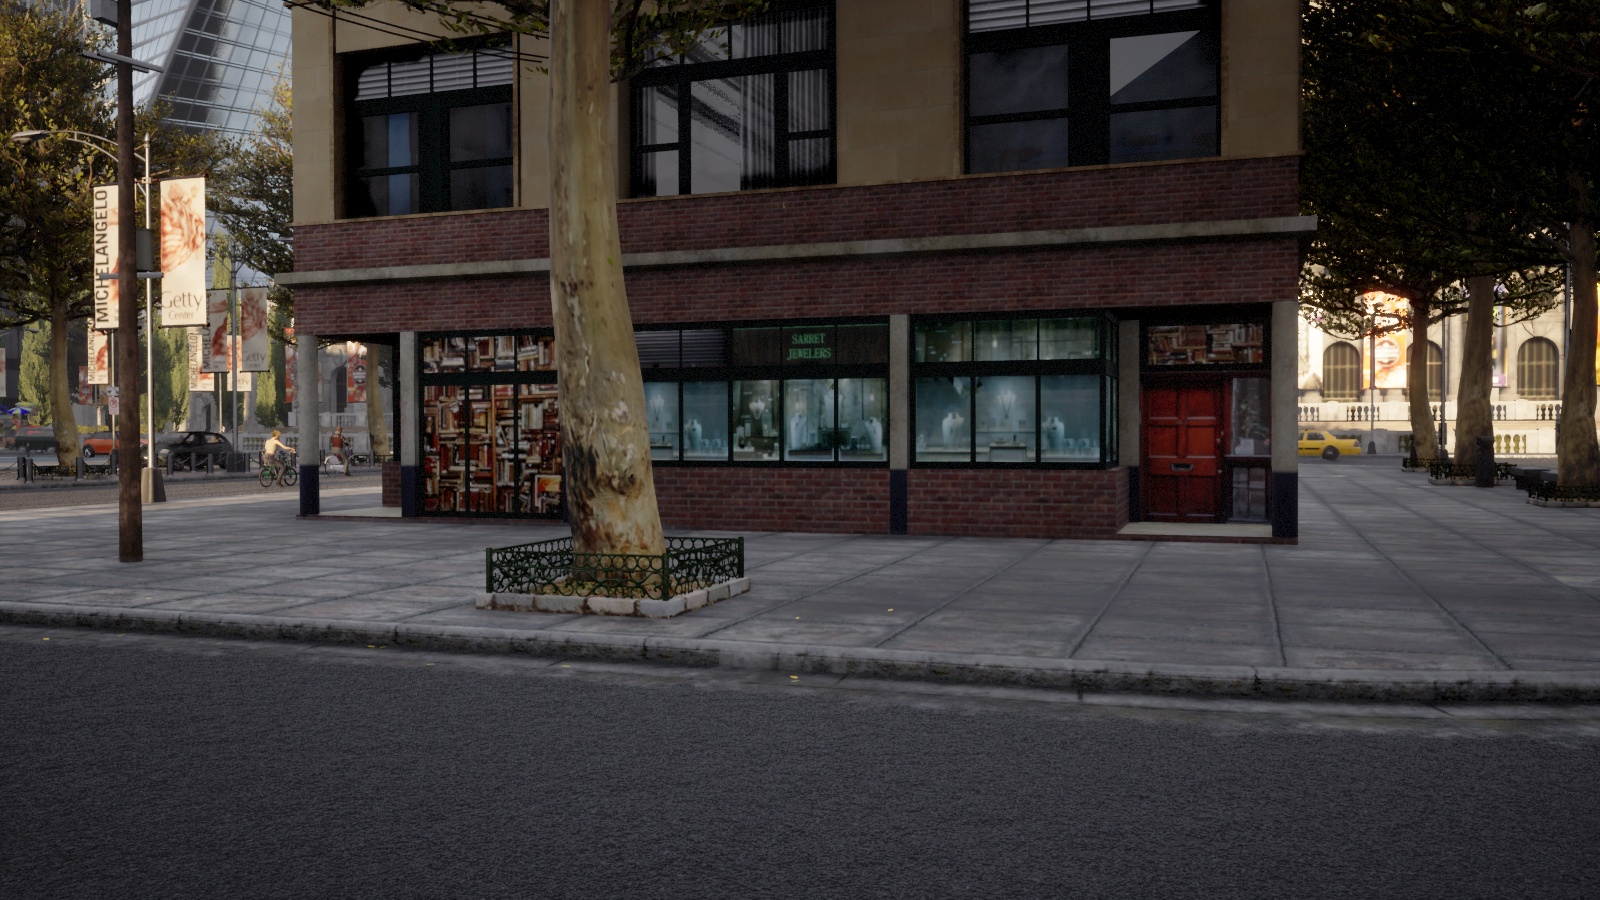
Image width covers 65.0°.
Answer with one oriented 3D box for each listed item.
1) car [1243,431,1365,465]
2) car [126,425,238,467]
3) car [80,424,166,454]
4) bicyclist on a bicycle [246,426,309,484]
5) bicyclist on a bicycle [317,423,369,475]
[{"bbox_3d":[24.135,-0.110,60.351,5.366,1.575,1.801,1,1,20],"label":"car"},{"bbox_3d":[-25.290,-0.195,51.541,1.851,1.617,3.988,1,1,18],"label":"car"},{"bbox_3d":[-41.183,-0.692,76.372,4.553,1.767,2.097,1,1,19],"label":"car"},{"bbox_3d":[-14.920,0.132,35.906,0.866,1.612,1.509,1,1,20],"label":"bicyclist on a bicycle"},{"bbox_3d":[-15.905,-0.063,43.725,0.659,1.776,1.843,1,1,20],"label":"bicyclist on a bicycle"}]
